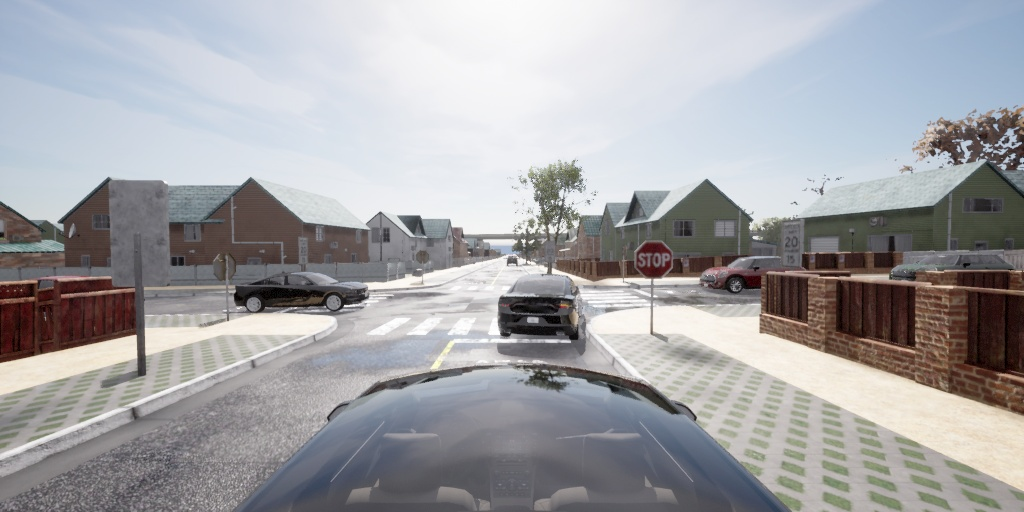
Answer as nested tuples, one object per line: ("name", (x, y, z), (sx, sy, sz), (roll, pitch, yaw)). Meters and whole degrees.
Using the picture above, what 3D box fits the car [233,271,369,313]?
("car", (-8.461, 1.377, 14.646), (5.008, 1.535, 1.882), (-1, 2, 0))

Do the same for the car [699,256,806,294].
("car", (11.816, 0.820, 17.718), (4.553, 1.767, 2.097), (-1, 2, 0))

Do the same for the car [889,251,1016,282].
("car", (21.711, 0.646, 17.783), (4.553, 1.767, 2.097), (-1, 2, 0))

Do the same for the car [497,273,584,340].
("car", (0.962, 1.224, 10.114), (1.882, 1.535, 5.008), (0, 0, 12))

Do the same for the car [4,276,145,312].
("car", (-18.014, 1.547, 14.589), (5.008, 1.535, 1.882), (-1, 2, 0))
